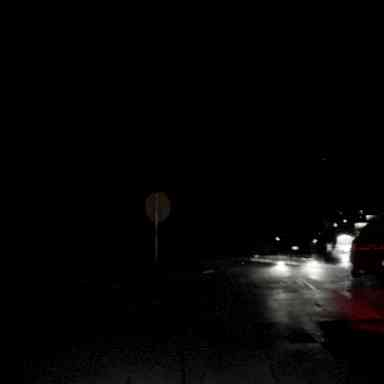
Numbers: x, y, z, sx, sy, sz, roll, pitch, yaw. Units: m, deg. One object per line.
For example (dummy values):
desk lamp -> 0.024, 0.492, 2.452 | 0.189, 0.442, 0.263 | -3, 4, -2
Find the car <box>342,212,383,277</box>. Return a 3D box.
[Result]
car -> 6.048, 1.572, 9.918 | 1.882, 1.535, 5.008 | 0, -1, 35

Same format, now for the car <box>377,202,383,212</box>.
car -> 30.699, 2.424, 52.893 | 1.837, 1.490, 4.892 | -1, -2, 27

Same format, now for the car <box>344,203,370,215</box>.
car -> 15.313, 1.832, 31.634 | 2.097, 1.767, 4.553 | -1, -1, 31

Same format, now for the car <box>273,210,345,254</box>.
car -> 5.205, 1.734, 14.676 | 2.033, 1.411, 5.357 | -1, -1, 31

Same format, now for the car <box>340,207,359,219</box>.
car -> 10.076, 1.930, 23.006 | 1.895, 1.301, 4.718 | -1, -1, 31
